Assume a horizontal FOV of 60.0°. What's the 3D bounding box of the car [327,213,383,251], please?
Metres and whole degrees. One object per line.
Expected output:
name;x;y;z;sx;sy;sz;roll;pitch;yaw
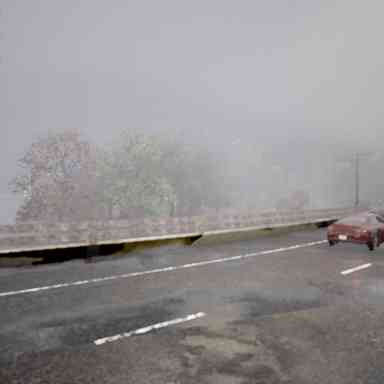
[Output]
car;7.723;1.668;14.961;4.674;1.442;1.812;0;0;-44
